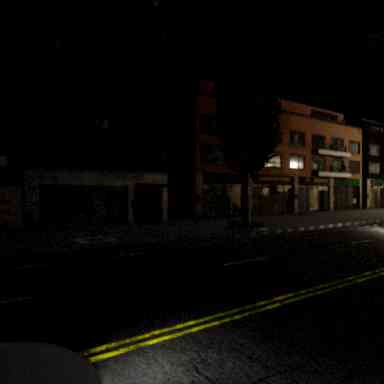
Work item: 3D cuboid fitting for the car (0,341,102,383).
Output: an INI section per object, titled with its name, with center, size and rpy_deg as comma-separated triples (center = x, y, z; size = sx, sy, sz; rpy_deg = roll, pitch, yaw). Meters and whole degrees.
[car]
center = -2.716, 1.526, 1.500
size = 4.674, 1.442, 1.812
rpy_deg = 0, 0, -36
